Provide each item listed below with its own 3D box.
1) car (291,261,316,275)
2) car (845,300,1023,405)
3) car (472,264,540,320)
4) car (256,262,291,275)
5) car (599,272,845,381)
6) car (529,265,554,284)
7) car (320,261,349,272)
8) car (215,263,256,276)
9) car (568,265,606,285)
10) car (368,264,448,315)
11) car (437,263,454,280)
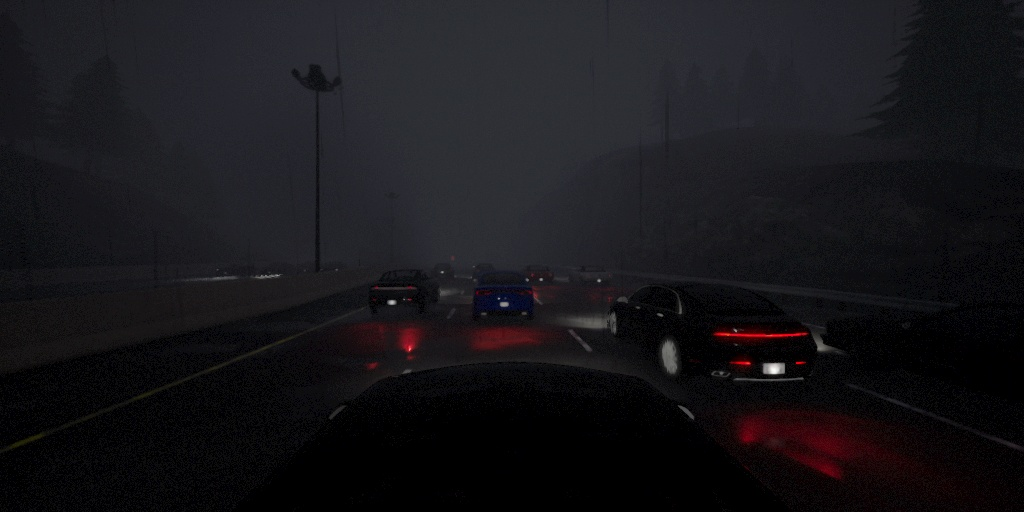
[{"bbox_3d":[-22.200,1.271,39.813,2.128,1.511,4.902,0,0,-13],"label":"car"},{"bbox_3d":[7.010,1.281,4.530,2.033,1.411,5.357,0,0,-1],"label":"car"},{"bbox_3d":[-0.367,1.224,12.689,1.882,1.535,5.008,0,0,-3],"label":"car"},{"bbox_3d":[-25.745,1.335,39.707,2.033,1.411,5.357,0,0,-13],"label":"car"},{"bbox_3d":[3.398,1.245,7.177,1.837,1.490,4.892,0,0,-2],"label":"car"},{"bbox_3d":[1.726,1.336,26.964,1.895,1.301,4.718,0,0,-8],"label":"car"},{"bbox_3d":[-17.837,1.298,36.278,1.812,1.442,4.674,0,0,-12],"label":"car"},{"bbox_3d":[-28.856,1.396,37.634,1.895,1.301,4.718,0,0,-13],"label":"car"},{"bbox_3d":[5.432,1.329,25.651,1.895,1.301,4.718,0,0,-7],"label":"car"},{"bbox_3d":[-3.937,1.245,13.709,2.128,1.511,4.902,0,0,-4],"label":"car"},{"bbox_3d":[-6.104,1.314,31.652,1.994,1.385,4.181,0,0,-10],"label":"car"}]
